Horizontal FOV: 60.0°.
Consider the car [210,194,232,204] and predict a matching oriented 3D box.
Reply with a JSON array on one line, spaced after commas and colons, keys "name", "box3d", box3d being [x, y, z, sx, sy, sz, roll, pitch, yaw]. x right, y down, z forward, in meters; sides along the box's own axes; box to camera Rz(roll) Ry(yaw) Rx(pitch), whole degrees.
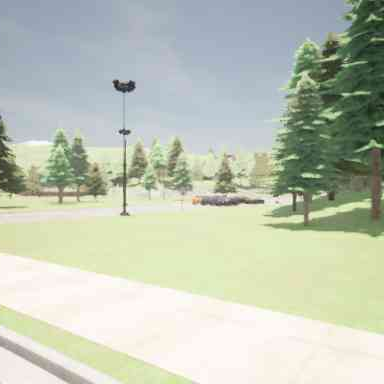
[{"name": "car", "box3d": [5.672, 1.360, 64.181, 2.097, 1.767, 4.553, 0, 0, 36]}]

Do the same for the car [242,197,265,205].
[{"name": "car", "box3d": [11.361, 1.607, 60.101, 1.895, 1.301, 4.718, 0, 0, 36]}]

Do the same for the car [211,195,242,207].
[{"name": "car", "box3d": [5.466, 1.607, 51.940, 1.895, 1.301, 4.718, 0, 0, 37]}]

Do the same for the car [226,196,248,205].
[{"name": "car", "box3d": [8.516, 1.485, 62.141, 1.882, 1.535, 5.008, 0, 0, 36]}]

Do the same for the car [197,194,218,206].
[{"name": "car", "box3d": [3.466, 1.359, 55.141, 2.097, 1.767, 4.553, 0, 0, 37]}]

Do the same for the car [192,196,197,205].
[{"name": "car", "box3d": [2.003, 1.360, 59.072, 2.097, 1.767, 4.553, 0, 0, 37]}]
